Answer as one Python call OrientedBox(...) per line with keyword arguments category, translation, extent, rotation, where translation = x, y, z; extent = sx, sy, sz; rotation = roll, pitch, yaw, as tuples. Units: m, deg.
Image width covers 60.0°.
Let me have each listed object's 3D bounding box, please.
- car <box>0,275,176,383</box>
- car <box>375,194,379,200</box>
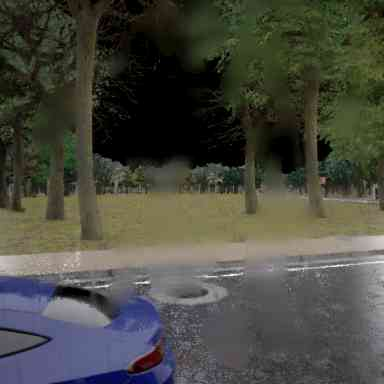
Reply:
OrientedBox(category="car", translation=(-2.460, 1.526, 2.771), extent=(4.674, 1.442, 1.812), rotation=(0, 0, -19))
OrientedBox(category="car", translation=(45.225, 1.253, 80.036), extent=(1.994, 1.385, 4.181), rotation=(0, 0, 5))
